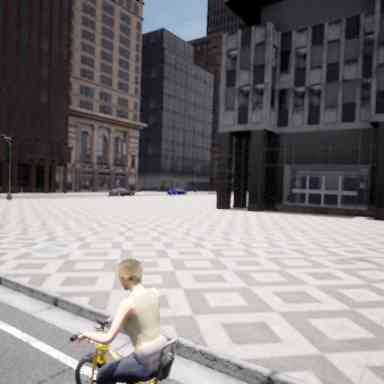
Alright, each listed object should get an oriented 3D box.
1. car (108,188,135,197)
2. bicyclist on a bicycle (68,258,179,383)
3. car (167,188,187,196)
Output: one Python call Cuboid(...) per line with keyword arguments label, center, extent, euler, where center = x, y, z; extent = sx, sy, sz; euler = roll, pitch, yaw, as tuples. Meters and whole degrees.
Cuboid(label="car", center=(-11.786, 0.095, 56.110), extent=(2.128, 1.511, 4.902), euler=(3, 2, 35))
Cuboid(label="bicyclist on a bicycle", center=(-0.594, 1.374, 2.952), extent=(1.509, 1.612, 0.866), euler=(2, 4, 39))
Cuboid(label="car", center=(-3.023, 0.020, 68.531), extent=(1.882, 1.535, 5.008), euler=(3, 2, 35))
